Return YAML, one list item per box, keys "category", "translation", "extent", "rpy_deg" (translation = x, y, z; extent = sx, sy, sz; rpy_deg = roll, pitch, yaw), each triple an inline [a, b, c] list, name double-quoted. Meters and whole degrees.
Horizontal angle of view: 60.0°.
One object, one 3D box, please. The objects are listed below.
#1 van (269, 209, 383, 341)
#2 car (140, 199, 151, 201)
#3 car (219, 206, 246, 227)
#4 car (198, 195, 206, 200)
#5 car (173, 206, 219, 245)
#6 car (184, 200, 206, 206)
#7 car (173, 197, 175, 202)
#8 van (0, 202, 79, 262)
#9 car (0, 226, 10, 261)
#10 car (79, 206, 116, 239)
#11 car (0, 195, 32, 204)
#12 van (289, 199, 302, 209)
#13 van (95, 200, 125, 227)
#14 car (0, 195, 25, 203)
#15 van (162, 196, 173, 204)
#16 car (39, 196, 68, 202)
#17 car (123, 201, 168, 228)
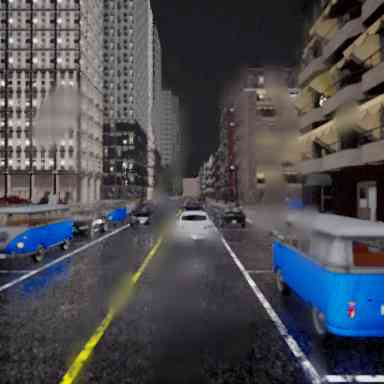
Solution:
- category: "van"
  translation: [2.688, 1.370, 6.350]
  extent: [1.690, 1.788, 3.998]
  rpy_deg: [0, 0, 0]
- category: "car"
  translation: [-5.699, 1.628, 40.240]
  extent: [1.967, 1.590, 4.097]
  rpy_deg: [0, 0, 0]
- category: "car"
  translation: [2.686, 1.657, 23.294]
  extent: [2.008, 1.369, 4.403]
  rpy_deg: [0, 0, 0]
- category: "car"
  translation: [2.673, 1.757, 89.370]
  extent: [2.192, 1.841, 5.009]
  rpy_deg: [0, 0, 0]
- category: "car"
  translation: [0.094, 1.596, 15.680]
  extent: [1.812, 1.442, 4.674]
  rpy_deg: [0, 0, 0]
- category: "car"
  translation: [0.091, 1.704, 30.489]
  extent: [1.994, 1.385, 4.181]
  rpy_deg: [0, 0, 0]
- category: "car"
  translation: [-5.708, 1.997, 94.747]
  extent: [1.752, 1.417, 4.829]
  rpy_deg: [0, 0, 0]
- category: "van"
  translation: [-5.694, 1.395, 11.997]
  extent: [1.690, 1.788, 3.998]
  rpy_deg: [0, 0, 0]
- category: "car"
  translation: [-5.692, 1.595, 6.348]
  extent: [1.947, 1.339, 4.313]
  rpy_deg: [0, 0, 0]
- category: "car"
  translation: [-5.694, 1.631, 17.645]
  extent: [2.008, 1.369, 4.403]
  rpy_deg: [0, 0, 0]
- category: "car"
  translation: [-26.717, 1.343, 51.004]
  extent: [4.206, 1.307, 1.802]
  rpy_deg: [1, -1, 0]
- category: "van"
  translation: [16.921, 1.944, 50.975]
  extent: [3.998, 1.788, 1.690]
  rpy_deg: [1, -1, 0]
- category: "van"
  translation: [-5.695, 1.447, 23.294]
  extent: [1.690, 1.788, 3.998]
  rpy_deg: [0, 0, 0]
- category: "car"
  translation: [-32.373, 1.263, 59.371]
  extent: [4.206, 1.307, 1.802]
  rpy_deg: [1, -1, 0]
- category: "van"
  translation: [-5.704, 1.693, 72.714]
  extent: [1.690, 1.788, 3.998]
  rpy_deg: [0, 0, 0]
- category: "car"
  translation: [-21.141, 1.309, 51.021]
  extent: [4.097, 1.590, 1.967]
  rpy_deg: [1, -1, 0]
- category: "car"
  translation: [-3.101, 1.598, 23.361]
  extent: [2.128, 1.511, 4.902]
  rpy_deg: [0, 0, 0]
